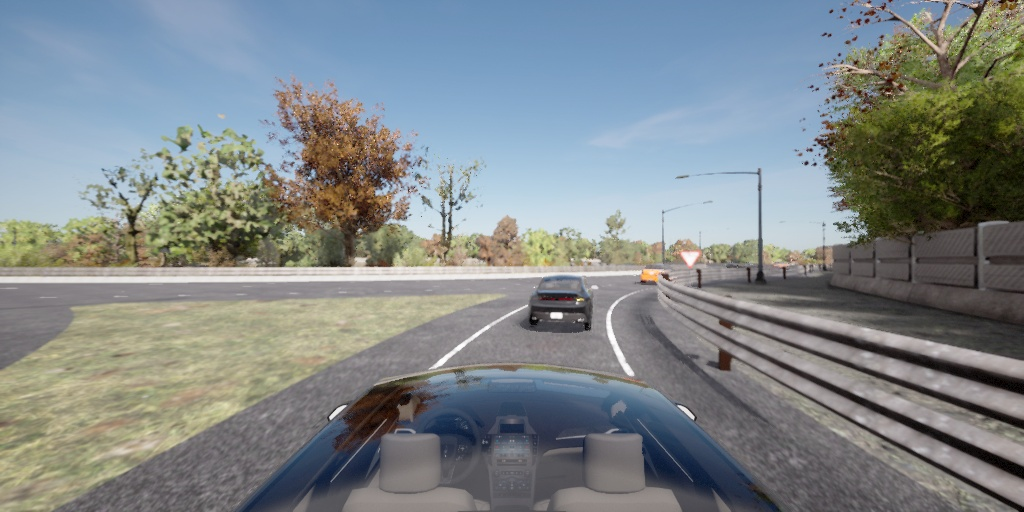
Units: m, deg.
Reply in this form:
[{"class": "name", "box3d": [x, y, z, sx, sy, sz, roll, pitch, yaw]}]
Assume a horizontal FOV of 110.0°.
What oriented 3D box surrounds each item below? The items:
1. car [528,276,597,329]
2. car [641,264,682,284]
[{"class": "car", "box3d": [1.771, 1.388, 11.991, 1.837, 1.490, 4.892, 0, -1, 14]}, {"class": "car", "box3d": [13.165, 1.509, 31.472, 2.097, 1.767, 4.553, 0, -1, 45]}]
